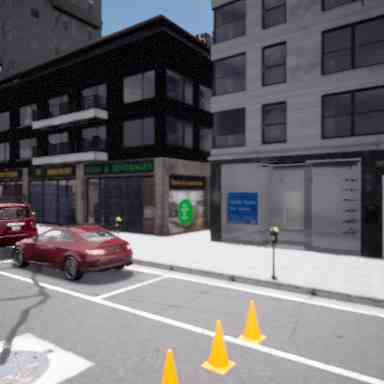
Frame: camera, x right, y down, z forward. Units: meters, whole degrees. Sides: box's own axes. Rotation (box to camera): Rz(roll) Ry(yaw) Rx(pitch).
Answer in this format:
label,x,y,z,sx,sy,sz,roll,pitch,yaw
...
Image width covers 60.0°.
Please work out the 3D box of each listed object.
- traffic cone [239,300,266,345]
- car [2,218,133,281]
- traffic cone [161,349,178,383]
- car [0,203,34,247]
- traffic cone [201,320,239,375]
label,x,y,z,sx,sy,sz,roll,pitch,yaw
traffic cone,0.925,1.972,5.152,0.340,0.580,0.340,0,0,36
car,-3.557,1.608,9.758,4.206,1.307,1.802,0,0,36
traffic cone,-0.240,1.966,3.527,0.340,0.580,0.340,0,0,36
car,-8.029,1.347,12.964,5.009,1.841,2.192,0,0,36
traffic cone,0.343,1.969,4.339,0.340,0.580,0.340,0,0,36
